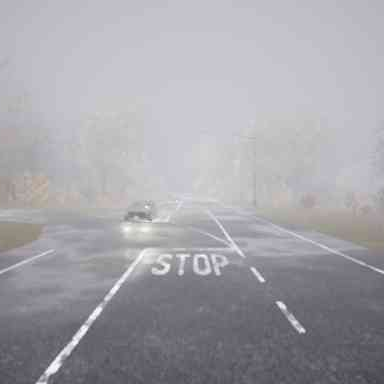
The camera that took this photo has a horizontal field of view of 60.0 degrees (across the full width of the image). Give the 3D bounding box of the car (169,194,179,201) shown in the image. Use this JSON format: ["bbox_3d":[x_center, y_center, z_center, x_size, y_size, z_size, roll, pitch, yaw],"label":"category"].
[{"bbox_3d":[-3.897,1.238,73.674,1.812,1.442,4.674,0,0,0],"label":"car"}]

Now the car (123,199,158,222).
[{"bbox_3d":[-3.507,1.220,23.601,2.033,1.411,5.357,1,0,0],"label":"car"}]
